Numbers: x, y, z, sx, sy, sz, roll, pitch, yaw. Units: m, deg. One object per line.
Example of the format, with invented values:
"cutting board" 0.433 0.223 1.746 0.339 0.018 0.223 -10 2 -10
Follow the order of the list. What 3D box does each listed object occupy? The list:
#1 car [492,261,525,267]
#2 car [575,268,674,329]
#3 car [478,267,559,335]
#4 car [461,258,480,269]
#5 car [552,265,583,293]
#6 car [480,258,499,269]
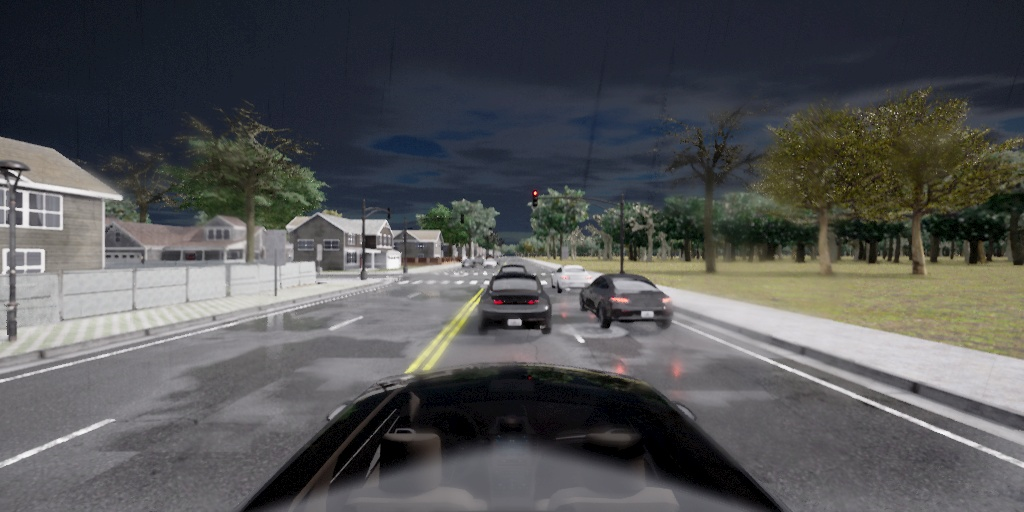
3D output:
"car" 0.067 1.225 19.879 1.837 1.490 4.892 0 0 0
"car" 3.338 1.260 11.101 1.812 1.442 4.674 0 0 0
"car" 0.088 1.241 10.462 1.837 1.490 4.892 0 0 0
"car" -6.552 1.138 54.476 2.128 1.511 4.902 0 0 0
"car" 3.320 1.245 20.206 1.812 1.442 4.674 0 0 0
"car" -3.302 1.174 54.321 1.812 1.442 4.674 0 0 0
